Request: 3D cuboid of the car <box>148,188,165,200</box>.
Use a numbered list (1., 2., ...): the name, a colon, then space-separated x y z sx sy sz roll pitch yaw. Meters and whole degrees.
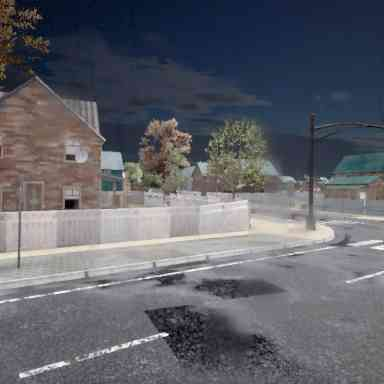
1. car: -6.665 0.336 61.598 2.150 2.045 5.566 1 0 -21
